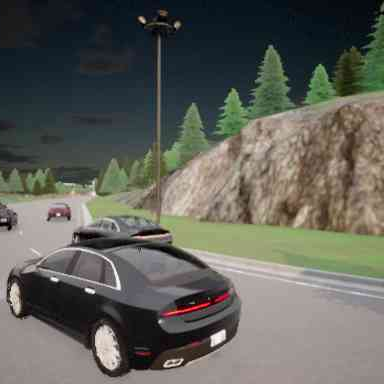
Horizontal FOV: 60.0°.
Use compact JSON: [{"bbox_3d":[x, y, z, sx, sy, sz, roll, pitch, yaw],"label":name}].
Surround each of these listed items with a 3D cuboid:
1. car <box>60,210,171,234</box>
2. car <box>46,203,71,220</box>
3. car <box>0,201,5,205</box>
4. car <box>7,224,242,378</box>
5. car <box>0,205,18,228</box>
[{"bbox_3d":[-2.658,1.582,11.913,2.128,1.511,4.902,0,-1,-41],"label":"car"},{"bbox_3d":[-11.955,1.732,30.004,1.812,1.442,4.674,0,0,-20],"label":"car"},{"bbox_3d":[-21.190,1.571,35.383,2.097,1.767,4.553,0,-1,-19],"label":"car"},{"bbox_3d":[-1.482,1.549,5.698,4.892,1.490,1.837,0,0,42],"label":"car"},{"bbox_3d":[-12.666,1.739,21.849,1.895,1.301,4.718,0,0,-23],"label":"car"}]
